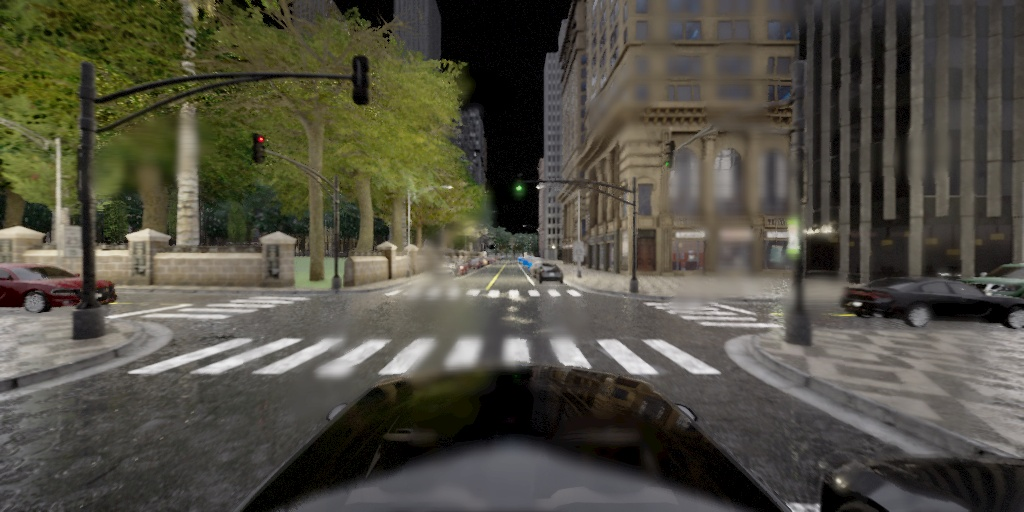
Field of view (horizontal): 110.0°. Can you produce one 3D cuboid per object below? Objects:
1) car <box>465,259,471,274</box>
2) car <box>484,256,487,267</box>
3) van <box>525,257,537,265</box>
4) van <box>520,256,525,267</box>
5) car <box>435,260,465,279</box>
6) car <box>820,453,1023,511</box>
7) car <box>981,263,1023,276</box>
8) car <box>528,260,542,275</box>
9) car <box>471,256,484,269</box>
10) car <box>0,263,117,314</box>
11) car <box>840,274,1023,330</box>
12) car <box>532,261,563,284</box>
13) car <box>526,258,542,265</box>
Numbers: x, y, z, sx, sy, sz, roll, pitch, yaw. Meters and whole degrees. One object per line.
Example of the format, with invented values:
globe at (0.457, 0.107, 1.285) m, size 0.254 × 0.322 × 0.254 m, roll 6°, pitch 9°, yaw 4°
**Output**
car at (-5.766, 1.171, 37.678) m, size 1.967 × 1.591 × 4.097 m, roll 0°, pitch 0°, yaw 0°
car at (-5.768, 1.023, 59.360) m, size 2.192 × 1.841 × 5.009 m, roll 0°, pitch 0°, yaw 0°
van at (2.758, 1.067, 43.080) m, size 1.690 × 1.789 × 3.998 m, roll 0°, pitch 0°, yaw 0°
van at (2.756, 1.042, 64.762) m, size 1.690 × 1.789 × 3.998 m, roll 0°, pitch 0°, yaw 0°
car at (-5.766, 1.285, 32.258) m, size 2.007 × 1.370 × 4.403 m, roll 0°, pitch 0°, yaw 0°
car at (2.763, 1.316, 0.381) m, size 1.948 × 1.339 × 4.313 m, roll 0°, pitch 0°, yaw 0°
car at (21.965, 1.322, 14.988) m, size 5.566 × 2.045 × 2.150 m, roll 1°, pitch 0°, yaw 0°
car at (2.760, 1.301, 32.239) m, size 1.948 × 1.339 × 4.313 m, roll 0°, pitch 0°, yaw 0°
car at (-5.768, 1.155, 53.940) m, size 1.967 × 1.591 × 4.097 m, roll 0°, pitch 0°, yaw 0°
car at (-16.253, 0.998, 11.922) m, size 5.008 × 1.535 × 1.882 m, roll 1°, pitch 0°, yaw 0°
car at (13.923, 1.474, 11.897) m, size 5.008 × 1.535 × 1.882 m, roll 1°, pitch 0°, yaw 0°
car at (2.760, 1.304, 26.818) m, size 1.948 × 1.339 × 4.313 m, roll 0°, pitch 0°, yaw 0°
car at (2.759, 1.256, 37.829) m, size 1.751 × 1.417 × 4.829 m, roll 0°, pitch 0°, yaw 0°
